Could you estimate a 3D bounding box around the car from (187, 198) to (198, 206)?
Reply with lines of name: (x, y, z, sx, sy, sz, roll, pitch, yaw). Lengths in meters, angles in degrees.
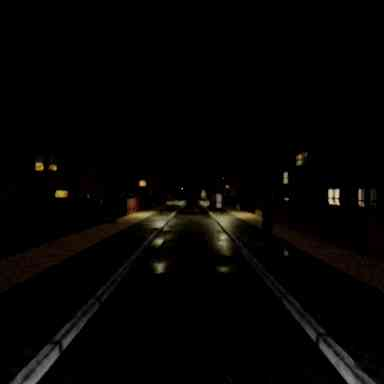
car: (0.083, 1.867, 62.798, 1.895, 1.301, 4.718, 0, 0, 0)

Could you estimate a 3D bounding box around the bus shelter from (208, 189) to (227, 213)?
bus shelter: (3.076, 1.022, 40.635, 1.920, 2.740, 3.880, 1, 0, 0)

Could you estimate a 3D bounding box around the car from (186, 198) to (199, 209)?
car: (0.071, 1.795, 49.728, 1.895, 1.301, 4.718, 0, 0, 0)
